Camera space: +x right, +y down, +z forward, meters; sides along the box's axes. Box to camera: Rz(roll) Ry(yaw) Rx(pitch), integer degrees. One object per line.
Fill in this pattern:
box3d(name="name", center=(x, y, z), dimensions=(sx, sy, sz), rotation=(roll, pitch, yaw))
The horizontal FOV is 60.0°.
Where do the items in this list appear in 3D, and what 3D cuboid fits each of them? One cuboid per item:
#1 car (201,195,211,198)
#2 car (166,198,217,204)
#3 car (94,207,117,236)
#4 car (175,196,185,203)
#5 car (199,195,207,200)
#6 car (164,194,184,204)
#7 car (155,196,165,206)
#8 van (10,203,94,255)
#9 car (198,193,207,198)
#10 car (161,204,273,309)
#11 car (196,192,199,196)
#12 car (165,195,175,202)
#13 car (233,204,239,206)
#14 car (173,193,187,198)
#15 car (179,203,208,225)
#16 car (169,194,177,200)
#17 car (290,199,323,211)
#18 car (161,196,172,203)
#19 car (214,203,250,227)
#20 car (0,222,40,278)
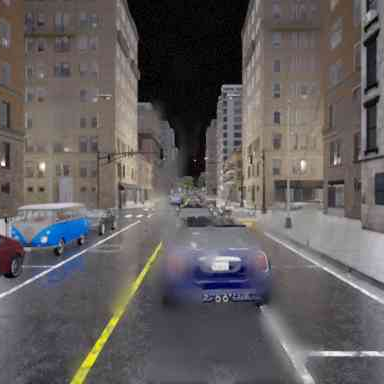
box3d(name="car", center=(2.802, 1.539, 50.544), dimensions=(2.008, 1.369, 4.403), rotation=(0, 0, 0))
box3d(name="car", center=(0.128, 1.348, 15.352), dimensions=(2.097, 1.767, 4.553), rotation=(0, 0, 0))
box3d(name="car", center=(-5.331, 1.546, 18.287), dimensions=(2.008, 1.369, 4.403), rotation=(0, 0, 0))
box3d(name="car", center=(-2.519, 1.506, 70.519), dimensions=(1.812, 1.442, 4.674), rotation=(0, 0, 0))
box3d(name="car", center=(2.934, 1.537, 90.316), dimensions=(1.947, 1.339, 4.313), rotation=(0, 0, 0))
box3d(name="car", center=(-2.677, 1.466, 50.425), dimensions=(1.882, 1.535, 5.008), rotation=(0, 0, 0))
box3d(name="car", center=(-5.204, 1.512, 56.080), dimensions=(1.752, 1.417, 4.829), rotation=(0, 0, 0))
box3d(name="van", center=(-5.350, 1.338, 12.881), dimensions=(1.690, 1.788, 3.998), rotation=(0, 0, 0))
box3d(name="car", center=(2.877, 1.420, 73.270), dimensions=(1.967, 1.590, 4.097), rotation=(0, 0, 0))
box3d(name="car", center=(0.330, 1.350, 8.085), dimensions=(2.097, 1.767, 4.553), rotation=(0, 0, -5))
box3d(name="car", center=(2.915, 1.289, 84.634), dimensions=(2.192, 1.841, 5.009), rotation=(0, 0, 0))
box3d(name="car", center=(-5.129, 1.528, 78.975), dimensions=(2.008, 1.369, 4.403), rotation=(0, 0, 0))
box3d(name="car", center=(2.704, 1.521, 18.432), dimensions=(1.752, 1.417, 4.829), rotation=(0, 0, 0))
box3d(name="car", center=(-2.623, 1.207, 60.413), dimensions=(2.150, 2.045, 5.566), rotation=(0, 0, 1))
box3d(name="car", center=(0.100, 1.558, 25.013), dimensions=(1.994, 1.385, 4.181), rotation=(0, 0, 0))
box3d(name="car", center=(-5.091, 1.412, 90.337), dimensions=(1.967, 1.590, 4.097), rotation=(0, 0, 0))
box3d(name="car", center=(13.717, 1.508, 38.270), dimensions=(4.718, 1.301, 1.895), rotation=(0, 0, 0))
box3d(name="car", center=(-5.166, 1.548, 67.612), dimensions=(1.947, 1.339, 4.313), rotation=(0, 0, 0))
box3d(name="car", center=(2.716, 1.545, 23.668), dimensions=(2.008, 1.369, 4.403), rotation=(0, 0, 0))
box3d(name="car", center=(-5.369, 1.580, 7.475), dimensions=(1.802, 1.307, 4.206), rotation=(0, 0, 0))
